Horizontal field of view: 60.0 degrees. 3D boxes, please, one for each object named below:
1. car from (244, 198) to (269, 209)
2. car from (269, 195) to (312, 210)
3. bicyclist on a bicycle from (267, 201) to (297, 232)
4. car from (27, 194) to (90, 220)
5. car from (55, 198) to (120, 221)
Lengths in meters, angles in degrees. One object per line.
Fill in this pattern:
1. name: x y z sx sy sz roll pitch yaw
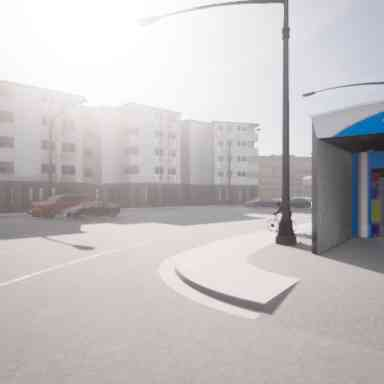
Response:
1. car: 9.253 1.526 45.115 4.674 1.442 1.812 0 0 -23
2. car: 12.890 1.507 42.873 4.892 1.490 1.837 0 0 -21
3. bicyclist on a bicycle: 4.649 1.301 17.271 1.656 1.620 0.582 0 0 38
4. car: -11.309 1.225 29.011 2.150 2.045 5.566 0 0 38
5. car: -8.157 1.494 27.278 2.128 1.511 4.902 0 0 39
